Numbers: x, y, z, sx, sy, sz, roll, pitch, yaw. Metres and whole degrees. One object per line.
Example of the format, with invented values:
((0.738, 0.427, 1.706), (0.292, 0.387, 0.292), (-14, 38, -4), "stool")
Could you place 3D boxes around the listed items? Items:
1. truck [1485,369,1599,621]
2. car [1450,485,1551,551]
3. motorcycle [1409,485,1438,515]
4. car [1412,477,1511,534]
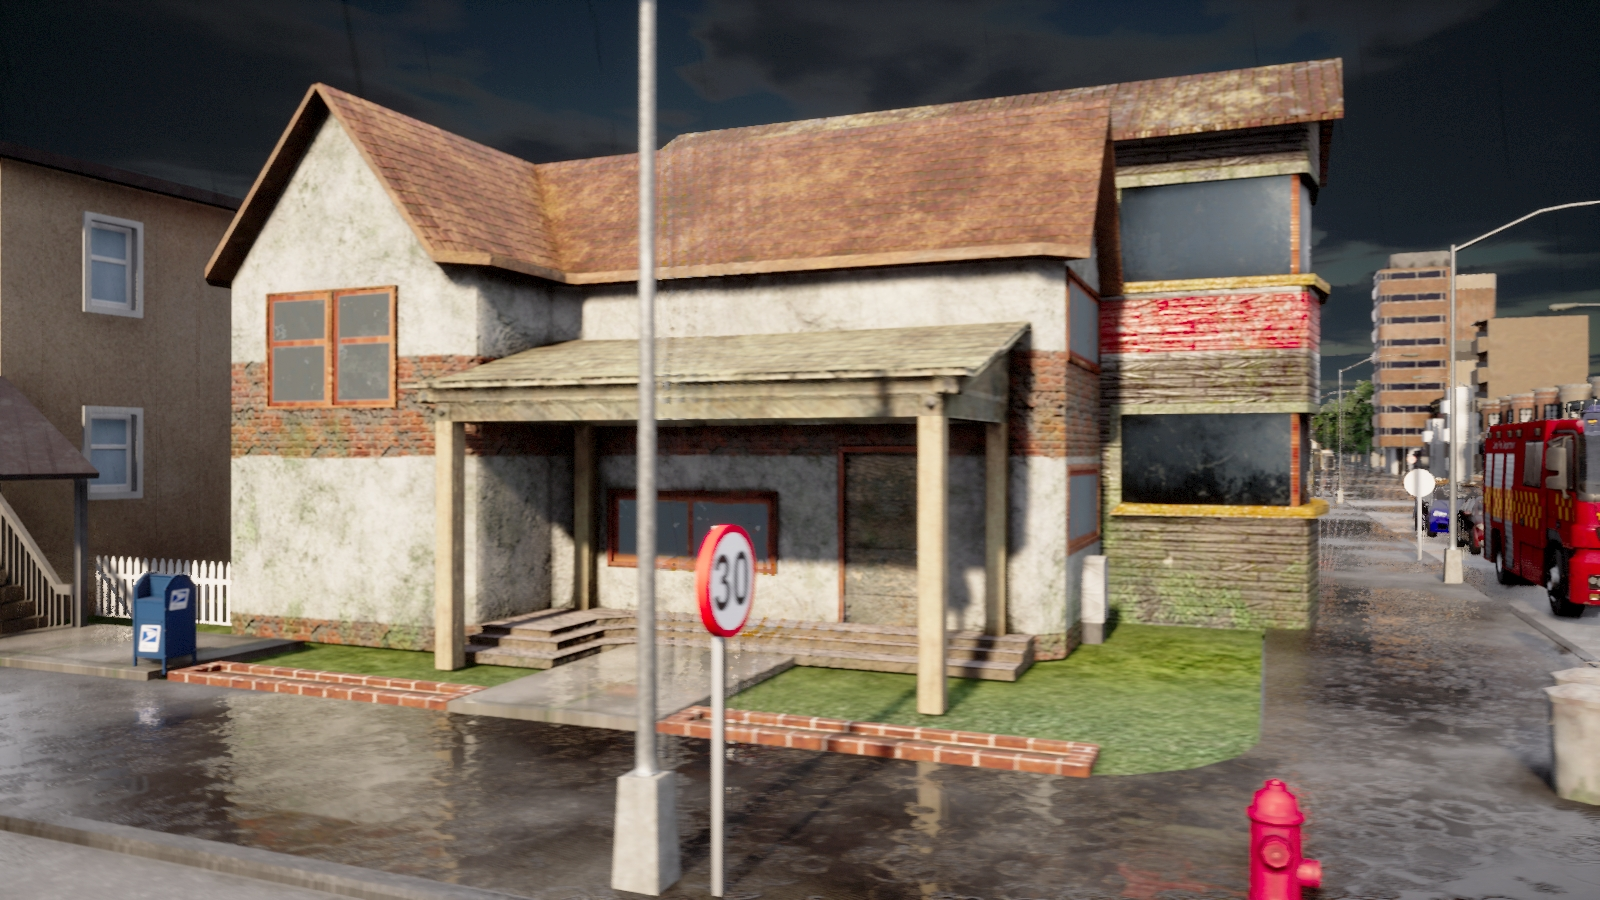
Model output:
((14.911, 0.692, 20.849), (2.891, 3.827, 8.468), (0, 0, 22), "truck")
((19.310, 1.827, 31.646), (1.789, 1.549, 3.705), (0, 0, 22), "car")
((25.434, 2.033, 46.616), (0.803, 1.145, 2.033), (0, 0, 22), "motorcycle")
((21.967, 1.781, 38.133), (2.242, 1.667, 4.611), (0, 0, 22), "car")
